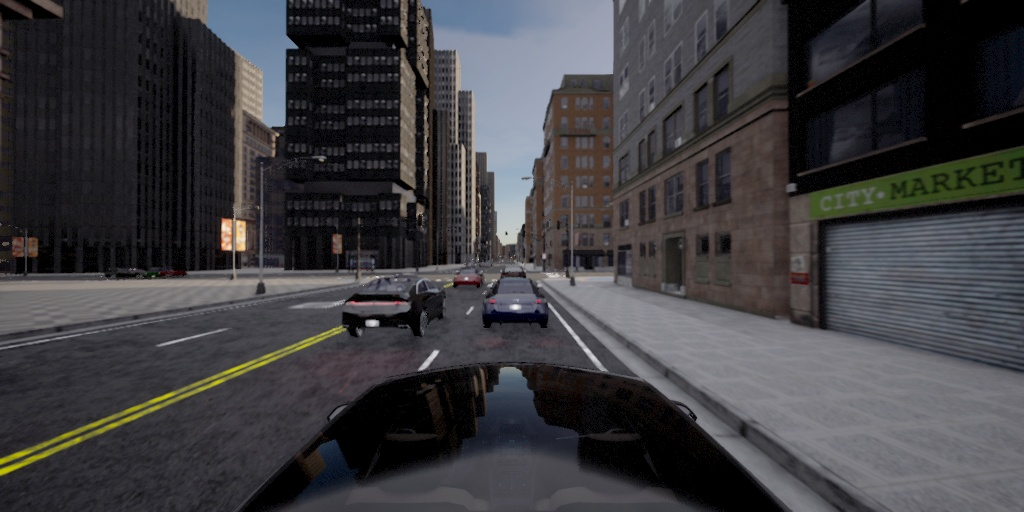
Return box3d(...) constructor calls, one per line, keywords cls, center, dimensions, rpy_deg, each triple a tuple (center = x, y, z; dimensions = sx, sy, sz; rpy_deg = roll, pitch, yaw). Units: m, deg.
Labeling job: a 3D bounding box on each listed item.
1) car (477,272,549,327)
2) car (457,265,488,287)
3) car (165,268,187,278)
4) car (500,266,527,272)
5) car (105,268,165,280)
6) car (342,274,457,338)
box3d(cls="car", center=(0.102, 1.414, 11.995), dimensions=(1.994, 1.385, 4.181), rpy_deg=(0, -1, 0))
box3d(cls="car", center=(-3.143, 1.558, 26.748), dimensions=(1.994, 1.385, 4.181), rpy_deg=(0, -1, 0))
box3d(cls="car", center=(-42.666, 2.074, 43.788), dimensions=(4.718, 1.301, 1.895), rpy_deg=(-1, 0, 1))
box3d(cls="car", center=(0.105, 1.477, 27.257), dimensions=(1.882, 1.535, 5.008), rpy_deg=(0, -1, 0))
box3d(cls="car", center=(-42.734, 2.048, 40.530), dimensions=(4.718, 1.301, 1.895), rpy_deg=(-1, 0, 0))
box3d(cls="car", center=(-3.146, 1.327, 10.508), dimensions=(2.128, 1.511, 4.902), rpy_deg=(0, -1, 0))
